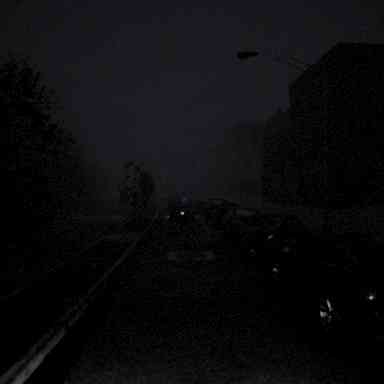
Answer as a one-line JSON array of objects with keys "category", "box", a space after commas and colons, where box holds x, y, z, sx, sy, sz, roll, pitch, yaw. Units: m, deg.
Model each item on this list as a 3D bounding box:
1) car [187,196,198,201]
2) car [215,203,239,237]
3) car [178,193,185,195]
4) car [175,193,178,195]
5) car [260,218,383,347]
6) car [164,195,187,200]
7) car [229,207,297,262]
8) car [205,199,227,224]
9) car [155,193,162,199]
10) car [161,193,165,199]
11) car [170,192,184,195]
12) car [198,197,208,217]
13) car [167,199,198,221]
[{"category": "car", "box": [0.565, 1.439, 45.441, 2.097, 1.535, 5.008, 0, 0, -6]}, {"category": "car", "box": [2.655, 1.517, 17.713, 2.002, 1.452, 4.674, 0, 0, -2]}, {"category": "car", "box": [-0.789, 1.407, 56.681, 1.946, 1.575, 5.366, 0, 0, -7]}, {"category": "car", "box": [-1.600, 1.385, 62.187, 1.946, 1.575, 5.366, 0, 0, -8]}, {"category": "car", "box": [2.998, 1.511, 6.504, 2.163, 1.488, 4.792, 0, 0, -1]}, {"category": "car", "box": [-2.176, 1.448, 42.846, 2.128, 1.511, 4.902, 0, 0, -6]}, {"category": "car", "box": [2.860, 1.510, 12.188, 2.163, 1.488, 4.792, 0, 0, -1]}, {"category": "car", "box": [2.395, 1.502, 23.310, 2.163, 1.488, 4.792, 0, 0, -3]}, {"category": "car", "box": [-8.601, 1.160, 94.726, 1.946, 1.575, 5.366, 0, 0, -15]}, {"category": "car", "box": [-5.870, 1.246, 84.052, 1.946, 1.575, 5.366, 0, 0, -13]}, {"category": "car", "box": [-2.491, 1.111, 67.522, 2.435, 2.045, 5.566, 0, 0, -10]}, {"category": "car", "box": [2.046, 1.341, 28.799, 2.185, 1.767, 4.553, 0, 0, -3]}, {"category": "car", "box": [-0.838, 1.548, 26.813, 1.994, 1.385, 4.181, 0, 0, -4]}]
